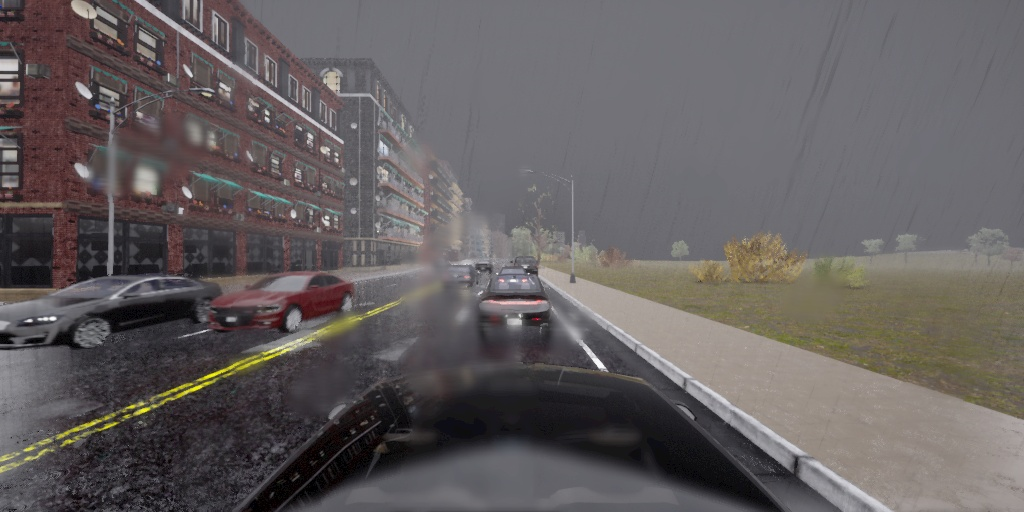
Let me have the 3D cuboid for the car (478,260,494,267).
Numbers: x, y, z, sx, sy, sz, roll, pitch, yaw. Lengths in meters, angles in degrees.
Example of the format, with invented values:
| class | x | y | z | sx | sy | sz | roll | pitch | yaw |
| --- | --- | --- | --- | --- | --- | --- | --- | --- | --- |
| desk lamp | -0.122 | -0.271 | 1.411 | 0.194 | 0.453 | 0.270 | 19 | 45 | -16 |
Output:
| class | x | y | z | sx | sy | sz | roll | pitch | yaw |
| --- | --- | --- | --- | --- | --- | --- | --- | --- | --- |
| car | -3.270 | 1.231 | 42.863 | 1.882 | 1.535 | 5.008 | 0 | 0 | 0 |

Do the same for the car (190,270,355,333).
| class | x | y | z | sx | sy | sz | roll | pitch | yaw |
| --- | --- | --- | --- | --- | --- | --- | --- | --- | --- |
| car | -6.624 | 1.229 | 10.980 | 1.882 | 1.535 | 5.008 | 0 | 0 | 0 |

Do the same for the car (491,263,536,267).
| class | x | y | z | sx | sy | sz | roll | pitch | yaw |
| --- | --- | --- | --- | --- | --- | --- | --- | --- | --- |
| car | 0.049 | 1.300 | 20.689 | 2.033 | 1.411 | 5.357 | 0 | 0 | 0 |

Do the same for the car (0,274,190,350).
| class | x | y | z | sx | sy | sz | roll | pitch | yaw |
| --- | --- | --- | --- | --- | --- | --- | --- | --- | --- |
| car | -9.871 | 1.243 | 9.153 | 2.128 | 1.511 | 4.902 | 0 | 0 | 0 |

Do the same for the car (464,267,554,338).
| class | x | y | z | sx | sy | sz | roll | pitch | yaw |
| --- | --- | --- | --- | --- | --- | --- | --- | --- | --- |
| car | 0.076 | 1.243 | 10.249 | 2.128 | 1.511 | 4.902 | 0 | 0 | 0 |

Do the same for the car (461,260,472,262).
| class | x | y | z | sx | sy | sz | roll | pitch | yaw |
| --- | --- | --- | --- | --- | --- | --- | --- | --- | --- |
| car | -6.752 | 1.278 | 53.196 | 1.812 | 1.442 | 4.674 | 0 | 0 | 0 |

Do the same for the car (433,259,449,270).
| class | x | y | z | sx | sy | sz | roll | pitch | yaw |
| --- | --- | --- | --- | --- | --- | --- | --- | --- | --- |
| car | -9.992 | 1.257 | 51.448 | 1.837 | 1.490 | 4.892 | 0 | 0 | 0 |

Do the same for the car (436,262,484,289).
| class | x | y | z | sx | sy | sz | roll | pitch | yaw |
| --- | --- | --- | --- | --- | --- | --- | --- | --- | --- |
| car | -3.220 | 1.301 | 23.427 | 2.033 | 1.411 | 5.357 | 0 | 0 | 0 |

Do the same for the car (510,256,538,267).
| class | x | y | z | sx | sy | sz | roll | pitch | yaw |
| --- | --- | --- | --- | --- | --- | --- | --- | --- | --- |
| car | 1.052 | 0.979 | 30.902 | 2.150 | 2.045 | 5.566 | 0 | 0 | 0 |
